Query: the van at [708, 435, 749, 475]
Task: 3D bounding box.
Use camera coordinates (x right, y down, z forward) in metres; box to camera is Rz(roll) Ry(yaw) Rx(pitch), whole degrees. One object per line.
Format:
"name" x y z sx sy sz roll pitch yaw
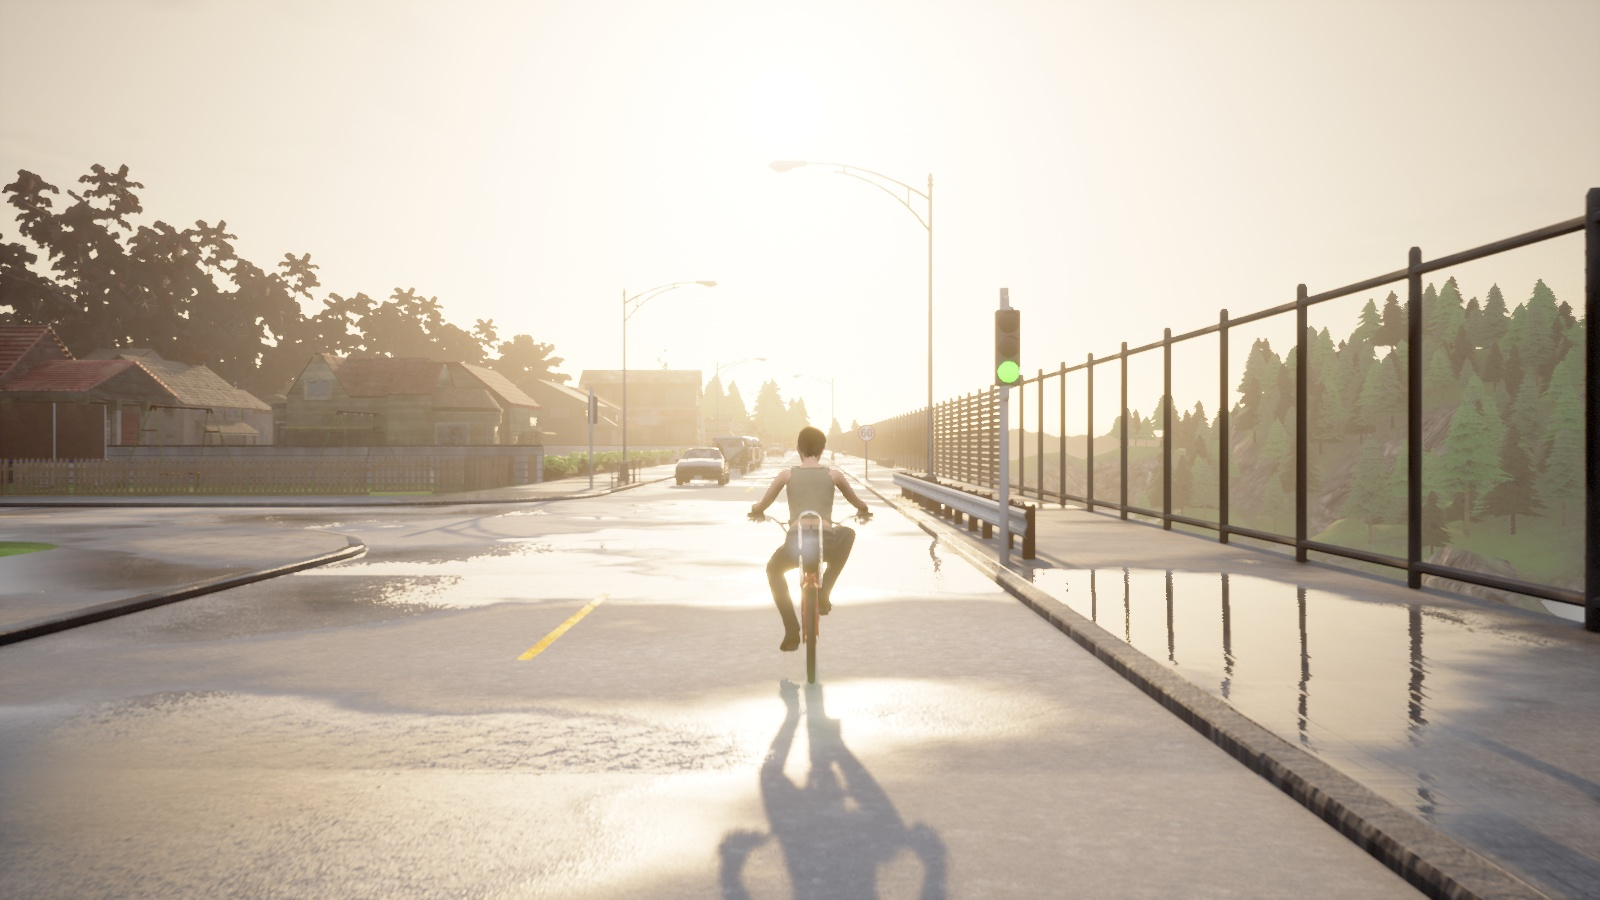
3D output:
"van" -3.606 0.242 63.948 1.775 1.987 4.442 0 0 0

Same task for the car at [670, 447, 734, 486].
"car" -3.698 0.599 48.334 2.033 1.411 5.357 0 0 0

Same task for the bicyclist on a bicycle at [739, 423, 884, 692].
"bicyclist on a bicycle" 0.069 0.651 8.280 0.866 1.612 1.509 0 -1 0

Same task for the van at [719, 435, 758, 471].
"van" -3.552 0.176 73.135 2.069 2.038 4.480 0 0 0

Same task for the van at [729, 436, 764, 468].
"van" -3.501 0.139 82.357 2.069 2.038 4.480 0 0 0
